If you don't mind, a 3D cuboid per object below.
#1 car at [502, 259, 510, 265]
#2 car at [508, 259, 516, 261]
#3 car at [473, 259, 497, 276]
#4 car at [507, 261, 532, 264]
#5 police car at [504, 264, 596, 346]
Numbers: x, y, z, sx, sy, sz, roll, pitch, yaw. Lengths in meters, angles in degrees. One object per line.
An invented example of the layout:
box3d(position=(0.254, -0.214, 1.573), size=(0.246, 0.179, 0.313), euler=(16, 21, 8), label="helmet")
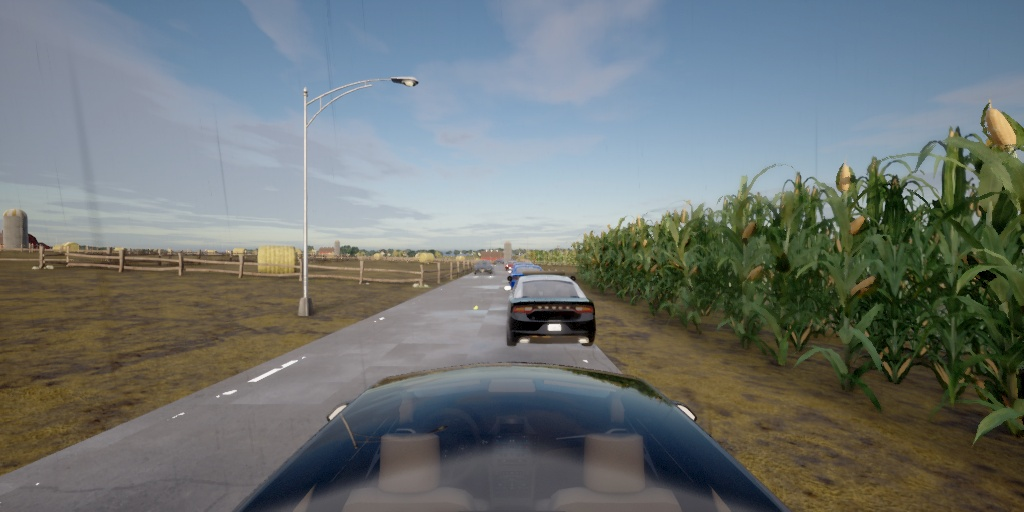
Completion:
box3d(position=(0.026, 1.295, 47.739), size=(1.895, 1.301, 4.718), euler=(0, 0, 0), label="car")
box3d(position=(0.817, 1.201, 25.386), size=(1.882, 1.535, 5.008), euler=(0, 0, 0), label="car")
box3d(position=(-2.856, 1.208, 36.935), size=(1.837, 1.490, 4.892), euler=(0, 0, 0), label="car")
box3d(position=(0.822, 1.213, 19.387), size=(1.882, 1.535, 5.008), euler=(0, 0, 0), label="car")
box3d(position=(0.823, 1.171, 9.496), size=(1.930, 1.638, 5.238), euler=(0, 0, 0), label="police car")
